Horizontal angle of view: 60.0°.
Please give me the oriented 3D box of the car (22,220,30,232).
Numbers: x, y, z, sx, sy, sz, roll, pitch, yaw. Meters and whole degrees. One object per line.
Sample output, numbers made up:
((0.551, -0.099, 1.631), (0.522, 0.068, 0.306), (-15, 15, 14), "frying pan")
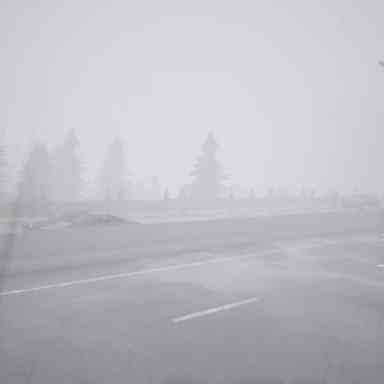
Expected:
((-6.238, 1.563, 16.740), (4.181, 1.385, 1.994), (0, 0, -35), "car")

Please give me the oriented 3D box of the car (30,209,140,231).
((-4.204, 1.564, 13.892), (4.181, 1.385, 1.994), (0, 0, -36), "car")

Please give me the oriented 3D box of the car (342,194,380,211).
((20.398, 1.250, 40.043), (5.566, 2.045, 2.150), (0, 0, -35), "car")
